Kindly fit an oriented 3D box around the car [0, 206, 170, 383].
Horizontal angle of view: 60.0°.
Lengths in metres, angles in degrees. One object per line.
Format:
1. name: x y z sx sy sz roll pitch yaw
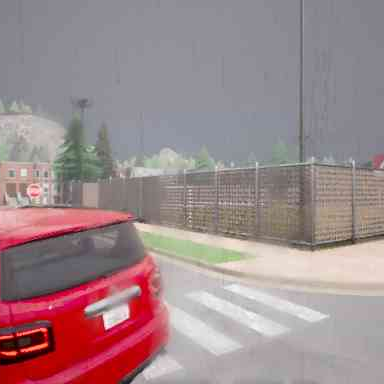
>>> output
1. car: -2.890 1.269 4.597 5.566 2.045 2.150 -1 4 35
